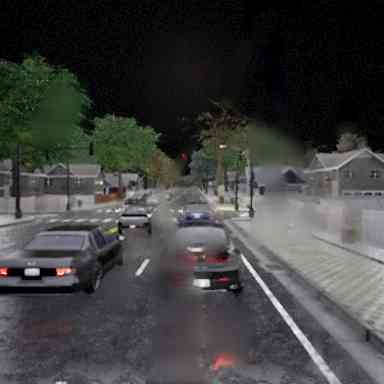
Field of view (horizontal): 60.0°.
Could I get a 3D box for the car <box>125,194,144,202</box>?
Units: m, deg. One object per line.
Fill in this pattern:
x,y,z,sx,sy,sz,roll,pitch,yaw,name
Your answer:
-9.364,1.447,52.559,1.994,1.385,4.181,0,0,1,car

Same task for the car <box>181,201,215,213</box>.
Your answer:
0.377,1.382,20.756,2.097,1.767,4.553,0,0,2,car

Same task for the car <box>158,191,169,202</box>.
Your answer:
-5.907,0.914,67.711,2.150,2.045,5.566,0,2,1,car

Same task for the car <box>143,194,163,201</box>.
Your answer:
-6.113,1.409,52.646,1.812,1.442,4.674,0,0,1,car

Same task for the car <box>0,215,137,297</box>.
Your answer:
-3.033,1.580,8.851,2.033,1.411,5.357,0,0,0,car

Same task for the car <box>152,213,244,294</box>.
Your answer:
0.216,1.537,8.887,1.837,1.490,4.892,0,0,0,car

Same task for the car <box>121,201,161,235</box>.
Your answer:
-2.955,1.525,19.145,2.128,1.511,4.902,0,0,1,car
